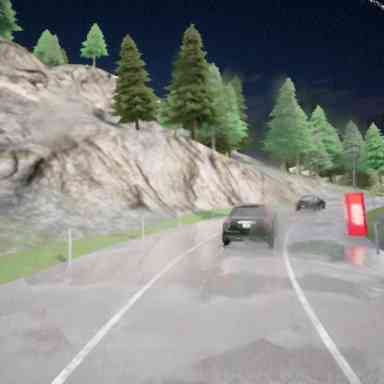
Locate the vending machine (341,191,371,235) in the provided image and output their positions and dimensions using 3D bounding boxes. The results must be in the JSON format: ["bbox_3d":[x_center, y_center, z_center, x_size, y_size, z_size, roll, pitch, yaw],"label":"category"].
[{"bbox_3d":[8.083,1.045,16.479,1.100,2.100,0.880,-5,-5,20],"label":"vending machine"}]

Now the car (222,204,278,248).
[{"bbox_3d":[2.730,1.300,14.976,2.097,1.767,4.553,-1,0,16],"label":"car"}]

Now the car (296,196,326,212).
[{"bbox_3d":[11.394,1.074,31.841,1.812,1.442,4.674,-2,0,36],"label":"car"}]
